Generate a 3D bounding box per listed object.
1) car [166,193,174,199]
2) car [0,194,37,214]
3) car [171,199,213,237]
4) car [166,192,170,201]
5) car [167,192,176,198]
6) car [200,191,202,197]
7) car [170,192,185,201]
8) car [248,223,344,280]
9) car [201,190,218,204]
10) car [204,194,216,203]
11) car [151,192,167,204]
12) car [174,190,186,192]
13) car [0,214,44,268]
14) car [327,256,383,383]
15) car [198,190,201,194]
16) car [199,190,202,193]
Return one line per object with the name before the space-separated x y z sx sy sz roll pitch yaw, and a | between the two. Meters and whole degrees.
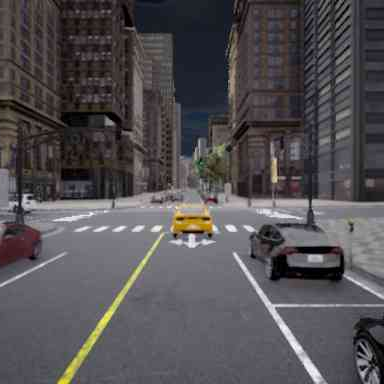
car | -5.314 0.920 80.607 1.802 1.307 4.206 1 1 0
car | -18.213 1.253 32.680 5.566 2.045 2.150 -1 0 -2
car | -0.029 1.369 17.353 1.882 1.535 5.008 0 1 -2
car | -5.460 1.114 58.446 2.008 1.369 4.403 0 1 0
car | -5.277 0.713 86.146 1.967 1.590 4.097 1 1 0
car | 3.138 1.023 69.474 1.947 1.339 4.313 1 1 0
car | -2.722 1.112 60.019 1.994 1.385 4.181 0 1 1
car | 2.767 1.511 9.534 1.947 1.339 4.313 0 0 0
car | 3.031 0.927 52.851 2.192 1.841 5.009 0 1 0
car | 3.066 1.107 58.393 1.887 1.381 4.507 0 1 0
car | -5.496 1.157 52.906 1.887 1.381 4.507 0 1 0
car | -2.594 0.939 75.100 2.033 1.411 5.357 0 1 0
car | -5.759 1.528 9.540 1.802 1.307 4.206 0 0 0
car | 2.766 1.554 2.168 1.947 1.339 4.313 0 0 0
car | 3.248 0.712 86.095 1.967 1.590 4.097 1 1 0
car | 3.211 0.919 80.556 1.802 1.307 4.206 1 1 0
